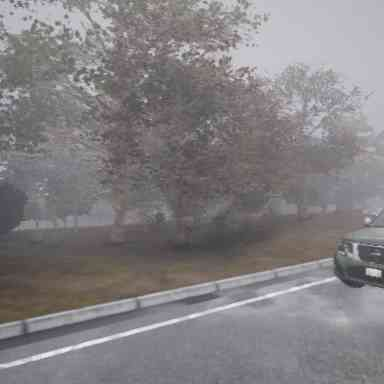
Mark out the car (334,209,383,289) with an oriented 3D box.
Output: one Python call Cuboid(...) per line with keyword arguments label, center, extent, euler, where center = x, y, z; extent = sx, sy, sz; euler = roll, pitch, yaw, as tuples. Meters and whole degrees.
Cuboid(label="car", center=(5.814, 1.229, 8.127), extent=(5.566, 2.045, 2.150), euler=(0, 0, -35))
